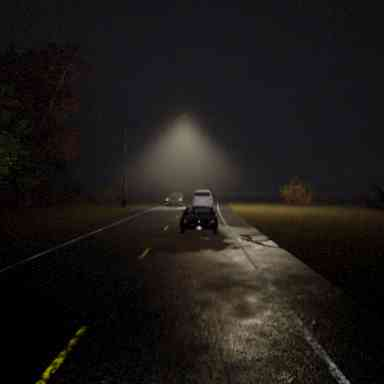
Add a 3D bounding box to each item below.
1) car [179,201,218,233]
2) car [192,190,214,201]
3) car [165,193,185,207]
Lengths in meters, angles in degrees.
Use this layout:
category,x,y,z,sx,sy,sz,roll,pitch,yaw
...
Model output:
category,x,y,z,sx,sy,sz,roll,pitch,yaw
car,0.394,1.404,18.034,1.895,1.301,4.718,0,1,2
car,1.225,0.824,36.556,2.150,2.045,5.566,0,1,3
car,-2.052,0.889,42.128,2.097,1.767,4.553,0,1,4
